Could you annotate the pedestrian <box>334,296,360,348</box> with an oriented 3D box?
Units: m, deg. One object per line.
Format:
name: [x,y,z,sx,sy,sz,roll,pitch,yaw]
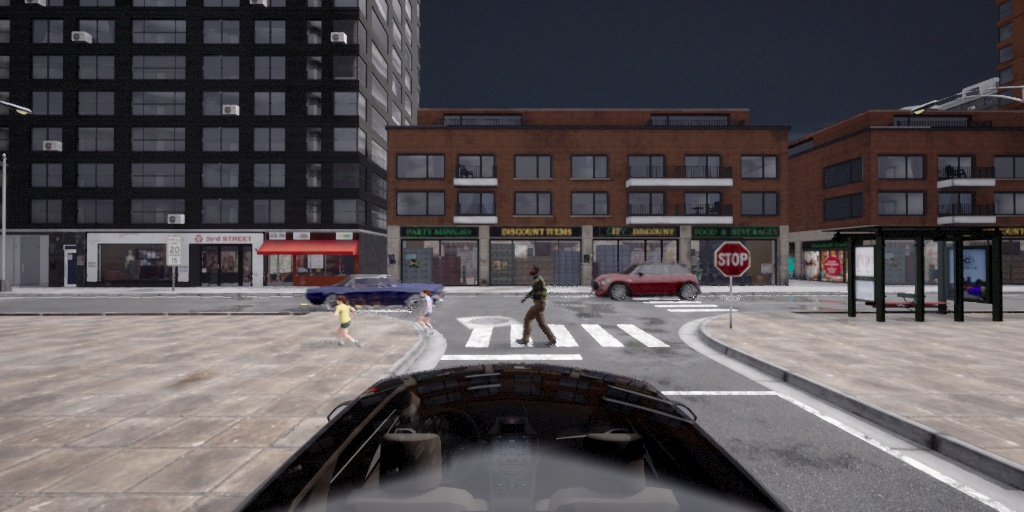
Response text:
pedestrian: [-3.389,1.273,7.242,0.500,1.100,0.500,0,0,0]

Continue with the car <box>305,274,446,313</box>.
car: [-4.913,1.346,13.445,4.718,1.301,1.895,0,0,0]

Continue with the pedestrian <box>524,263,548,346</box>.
pedestrian: [0.515,1.041,7.844,0.375,1.860,0.375,0,0,0]

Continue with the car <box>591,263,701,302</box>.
car: [6.009,1.096,16.446,4.553,1.767,2.097,0,0,0]

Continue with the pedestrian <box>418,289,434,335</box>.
pedestrian: [-1.959,1.281,8.439,0.500,1.100,0.500,0,0,0]
